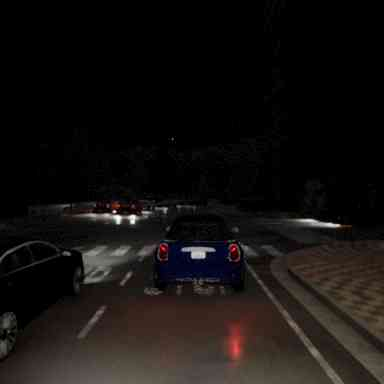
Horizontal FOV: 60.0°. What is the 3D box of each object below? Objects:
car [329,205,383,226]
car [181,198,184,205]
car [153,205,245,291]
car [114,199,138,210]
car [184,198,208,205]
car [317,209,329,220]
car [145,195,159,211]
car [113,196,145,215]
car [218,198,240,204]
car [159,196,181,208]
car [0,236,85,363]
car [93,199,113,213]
[{"bbox_3d":[13.178,1.791,25.374,4.181,1.385,1.994,0,0,-2],"label":"car"},{"bbox_3d":[-1.645,1.985,68.060,1.812,1.442,4.674,0,-1,42],"label":"car"},{"bbox_3d":[0.282,1.415,9.382,2.097,1.767,4.553,0,0,4],"label":"car"},{"bbox_3d":[-9.773,1.813,49.669,1.882,1.535,5.008,0,0,10],"label":"car"},{"bbox_3d":[1.224,1.970,65.800,1.812,1.442,4.674,0,0,41],"label":"car"},{"bbox_3d":[13.072,1.815,28.881,4.181,1.385,1.994,0,0,0],"label":"car"},{"bbox_3d":[-6.681,1.540,47.212,2.150,2.045,5.566,0,0,6],"label":"car"},{"bbox_3d":[-7.021,1.606,37.627,2.097,1.767,4.553,0,0,1],"label":"car"},{"bbox_3d":[8.536,2.042,75.885,5.357,1.411,2.033,0,0,-28],"label":"car"},{"bbox_3d":[-4.200,1.911,57.072,1.812,1.442,4.674,0,0,25],"label":"car"},{"bbox_3d":[-3.403,1.532,5.879,2.128,1.511,4.902,0,0,0],"label":"car"},{"bbox_3d":[-10.434,1.626,40.471,2.097,1.767,4.553,0,0,3],"label":"car"}]
